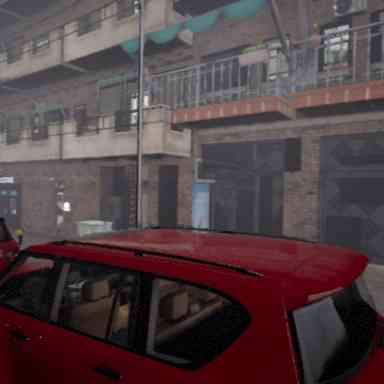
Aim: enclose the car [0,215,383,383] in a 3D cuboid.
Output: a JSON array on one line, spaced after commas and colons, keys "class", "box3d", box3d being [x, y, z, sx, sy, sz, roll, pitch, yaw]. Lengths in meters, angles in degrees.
[{"class": "car", "box3d": [-0.728, 1.299, 3.330, 5.009, 1.841, 2.192, 0, 1, 35]}]
